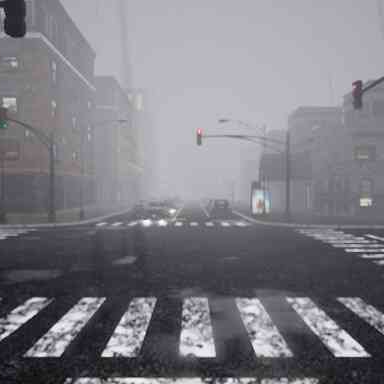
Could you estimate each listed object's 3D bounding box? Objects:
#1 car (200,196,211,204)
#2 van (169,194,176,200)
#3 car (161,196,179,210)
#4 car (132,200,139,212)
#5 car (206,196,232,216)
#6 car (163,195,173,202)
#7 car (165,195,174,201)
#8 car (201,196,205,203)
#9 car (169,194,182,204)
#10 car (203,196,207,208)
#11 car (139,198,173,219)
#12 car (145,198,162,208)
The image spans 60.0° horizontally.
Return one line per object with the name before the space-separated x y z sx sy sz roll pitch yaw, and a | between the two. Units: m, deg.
car | 2.742 1.550 66.211 2.008 1.369 4.403 -1 0 0
van | -5.616 1.372 94.689 1.690 1.788 3.998 -1 0 0
car | -3.058 1.551 42.546 1.994 1.385 4.181 0 0 0
car | -5.663 1.538 37.722 2.008 1.369 4.403 0 0 0
car | 2.711 1.426 32.030 1.967 1.590 4.097 0 0 0
car | -5.631 1.450 77.598 1.967 1.590 4.097 0 0 0
car | -5.625 1.541 83.125 1.752 1.417 4.829 -1 0 0
car | 2.727 1.541 49.121 2.008 1.369 4.403 0 0 0
car | -2.967 1.505 63.233 1.837 1.490 4.892 0 -1 1
car | 2.722 1.570 43.424 1.802 1.307 4.206 0 0 0
car | -3.076 1.533 29.467 2.033 1.411 5.357 0 0 0
car | -5.653 1.541 49.116 2.008 1.369 4.403 0 0 0
